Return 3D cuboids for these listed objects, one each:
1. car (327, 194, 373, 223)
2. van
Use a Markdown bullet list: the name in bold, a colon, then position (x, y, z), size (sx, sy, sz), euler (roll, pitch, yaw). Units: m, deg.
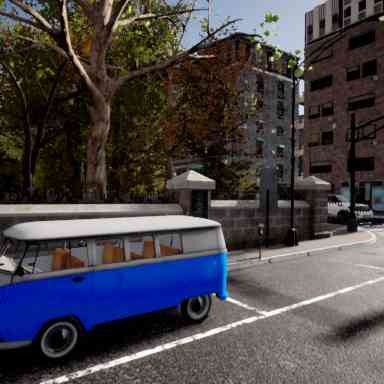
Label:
- **car**: position (10.359, 1.128, 24.776), size (2.150, 2.045, 5.566), euler (1, 0, -34)
- **van**: position (-1.246, 1.342, 5.613), size (3.998, 1.788, 1.690), euler (0, 1, -36)
